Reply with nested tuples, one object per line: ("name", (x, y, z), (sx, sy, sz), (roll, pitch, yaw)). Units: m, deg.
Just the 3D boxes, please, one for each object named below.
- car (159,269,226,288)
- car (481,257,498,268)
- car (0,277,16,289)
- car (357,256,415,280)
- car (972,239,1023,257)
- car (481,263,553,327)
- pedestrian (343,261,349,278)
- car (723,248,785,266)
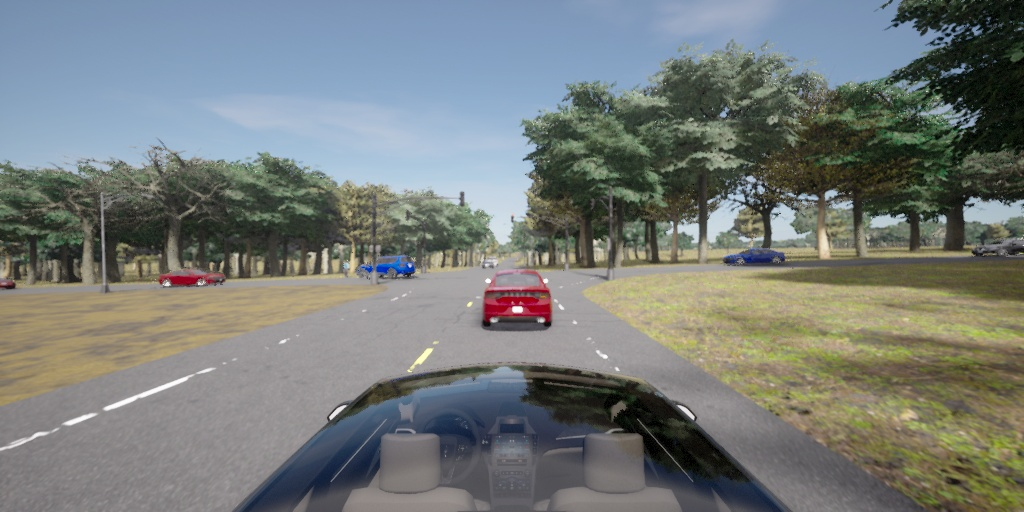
("car", (-27.881, 1.898, 31.349), (5.008, 1.535, 1.882), (-2, 0, 3))
("car", (-3.838, 1.285, 57.271), (2.128, 1.511, 4.902), (0, 0, -1))
("car", (-53.057, 2.801, 36.157), (4.181, 1.385, 1.994), (-2, 0, 3))
("car", (-11.714, 1.090, 33.362), (5.566, 2.045, 2.150), (-2, -1, 21))
("car", (43.922, -0.732, 31.760), (4.674, 1.442, 1.812), (-2, 0, 3))
("car", (0.155, 1.154, 11.306), (1.882, 1.535, 5.008), (0, 0, 0))
("pedestrian", (-17.815, 1.384, 38.474), (0.375, 1.860, 0.375), (0, 2, 3))
("car", (22.029, 0.062, 32.765), (5.008, 1.535, 1.882), (-2, 0, 3))
